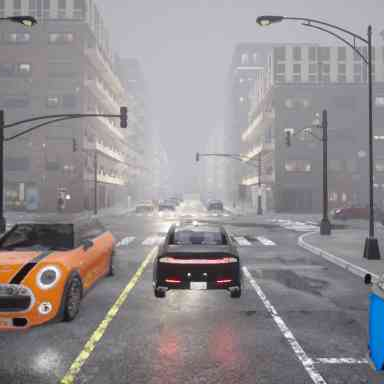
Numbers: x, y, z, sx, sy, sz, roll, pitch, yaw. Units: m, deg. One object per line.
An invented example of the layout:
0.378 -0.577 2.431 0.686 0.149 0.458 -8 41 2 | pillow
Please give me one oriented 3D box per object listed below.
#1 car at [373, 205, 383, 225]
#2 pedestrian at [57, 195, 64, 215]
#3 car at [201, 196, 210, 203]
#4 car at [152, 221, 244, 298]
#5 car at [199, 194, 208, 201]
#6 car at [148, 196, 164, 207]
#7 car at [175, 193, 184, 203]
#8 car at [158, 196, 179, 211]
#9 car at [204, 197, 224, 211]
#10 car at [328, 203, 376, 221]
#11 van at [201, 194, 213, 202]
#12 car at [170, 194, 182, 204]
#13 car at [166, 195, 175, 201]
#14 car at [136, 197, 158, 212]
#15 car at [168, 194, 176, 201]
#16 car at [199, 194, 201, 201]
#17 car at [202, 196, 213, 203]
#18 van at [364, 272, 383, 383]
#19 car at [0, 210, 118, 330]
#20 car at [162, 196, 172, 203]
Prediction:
13.587 1.583 19.722 4.313 1.339 1.947 0 -1 1 | car
-12.461 1.217 31.425 0.375 1.860 0.375 0 -1 1 | pedestrian
2.885 1.612 73.801 1.802 1.307 4.206 1 0 0 | car
0.122 1.494 8.488 2.128 1.511 4.902 0 0 0 | car
2.918 1.352 85.086 2.192 1.841 5.009 1 0 0 | car
-5.548 1.459 51.252 1.967 1.590 4.097 1 0 0 | car
-2.829 1.250 69.212 2.150 2.045 5.566 0 0 0 | car
-3.000 1.562 40.944 2.033 1.411 5.357 0 0 0 | car
2.802 1.580 39.946 1.947 1.339 4.313 1 0 0 | car
13.712 1.608 28.104 4.097 1.590 1.967 0 -1 1 | car
2.847 1.362 56.873 1.690 1.788 3.998 1 0 0 | van
-2.961 1.545 52.594 1.812 1.442 4.674 0 0 0 | car
-5.466 1.587 85.107 2.008 1.369 4.403 1 0 0 | car
-5.577 1.539 39.796 1.752 1.417 4.829 1 0 0 | car
-5.450 1.480 90.750 1.967 1.590 4.097 1 0 0 | car
2.873 1.552 68.328 1.752 1.417 4.829 1 0 0 | car
2.816 1.567 45.588 2.008 1.369 4.403 1 0 0 | car
2.679 1.342 1.999 1.690 1.788 3.998 1 0 0 | van
-3.082 1.353 7.204 2.097 1.767 4.553 0 0 0 | car
-5.494 1.575 73.822 1.887 1.381 4.507 1 0 0 | car
